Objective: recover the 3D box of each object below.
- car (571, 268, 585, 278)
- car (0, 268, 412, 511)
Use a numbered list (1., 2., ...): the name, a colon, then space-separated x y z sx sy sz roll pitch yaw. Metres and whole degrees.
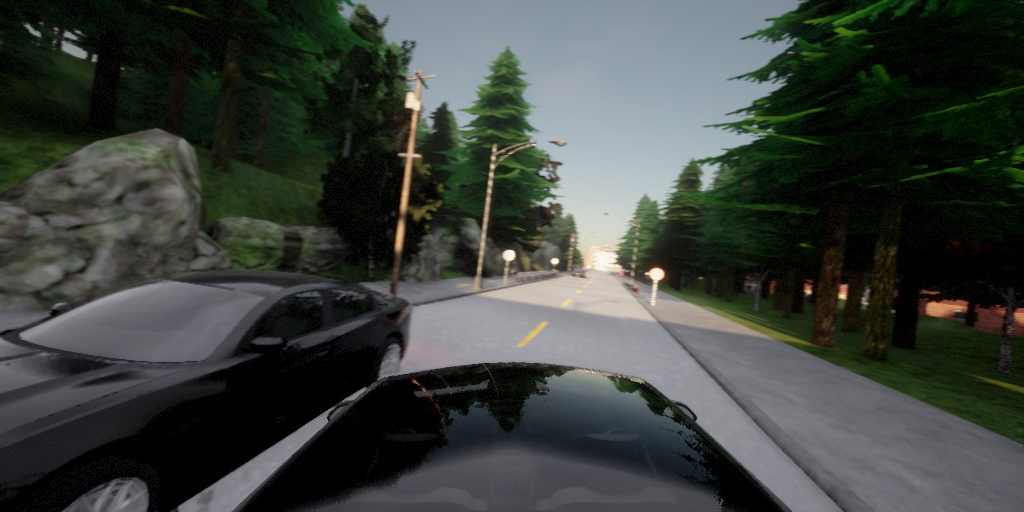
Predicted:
1. car: 10.323 2.592 55.234 2.033 1.411 5.357 7 0 16
2. car: -2.684 0.888 3.452 1.882 1.535 5.008 7 0 8
